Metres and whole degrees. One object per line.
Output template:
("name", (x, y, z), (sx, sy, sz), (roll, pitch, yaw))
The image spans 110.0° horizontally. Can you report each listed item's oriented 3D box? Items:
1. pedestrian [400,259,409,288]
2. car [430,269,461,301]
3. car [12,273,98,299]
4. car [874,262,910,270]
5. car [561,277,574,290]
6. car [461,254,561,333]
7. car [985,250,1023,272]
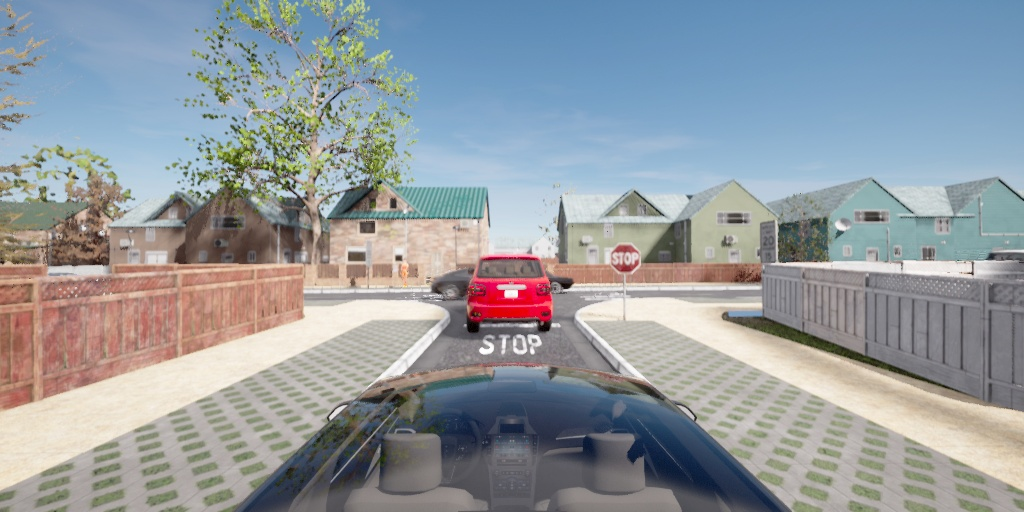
("pedestrian", (-6.732, 1.068, 22.504), (0.375, 1.860, 0.375), (0, -1, 1))
("car", (-1.395, 1.279, 16.567), (4.674, 1.442, 1.812), (0, -1, 1))
("car", (-25.666, 1.627, 19.814), (4.181, 1.385, 1.994), (-1, -1, 1))
("car", (19.918, 1.103, 19.264), (5.008, 1.535, 1.882), (0, -1, 1))
("car", (0.878, 1.392, 19.493), (4.718, 1.301, 1.895), (-1, -1, 1))
("car", (-0.178, 0.954, 10.896), (2.150, 2.045, 5.566), (0, 0, -3))
("car", (24.862, 0.741, 16.261), (5.566, 2.045, 2.150), (0, -1, 1))
